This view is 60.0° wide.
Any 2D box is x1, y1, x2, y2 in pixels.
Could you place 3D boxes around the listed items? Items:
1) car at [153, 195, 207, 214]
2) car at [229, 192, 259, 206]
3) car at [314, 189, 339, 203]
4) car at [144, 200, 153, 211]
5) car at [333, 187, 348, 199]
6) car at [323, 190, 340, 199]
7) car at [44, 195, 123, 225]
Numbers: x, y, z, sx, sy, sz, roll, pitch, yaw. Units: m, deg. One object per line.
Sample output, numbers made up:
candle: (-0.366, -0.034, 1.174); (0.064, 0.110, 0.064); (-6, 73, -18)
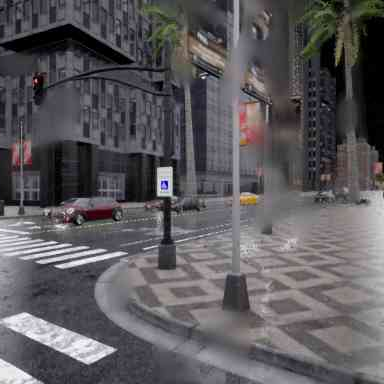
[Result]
car: (-0.739, 1.089, 29.870); (2.033, 1.411, 5.357); (0, 1, 35)
car: (6.267, 0.813, 39.734); (1.882, 1.535, 5.008); (0, 1, 35)
car: (17.823, 0.677, 44.481); (1.837, 1.490, 4.892); (0, 1, 35)
car: (-2.649, 1.040, 32.782); (1.812, 1.442, 4.674); (0, 1, 35)
car: (23.683, 0.232, 52.762); (2.150, 2.045, 5.566); (0, 1, 36)
car: (25.768, 0.353, 61.321); (1.882, 1.535, 5.008); (0, 1, 36)
car: (-6.689, 1.075, 21.467); (2.097, 1.767, 4.553); (0, 1, 35)
